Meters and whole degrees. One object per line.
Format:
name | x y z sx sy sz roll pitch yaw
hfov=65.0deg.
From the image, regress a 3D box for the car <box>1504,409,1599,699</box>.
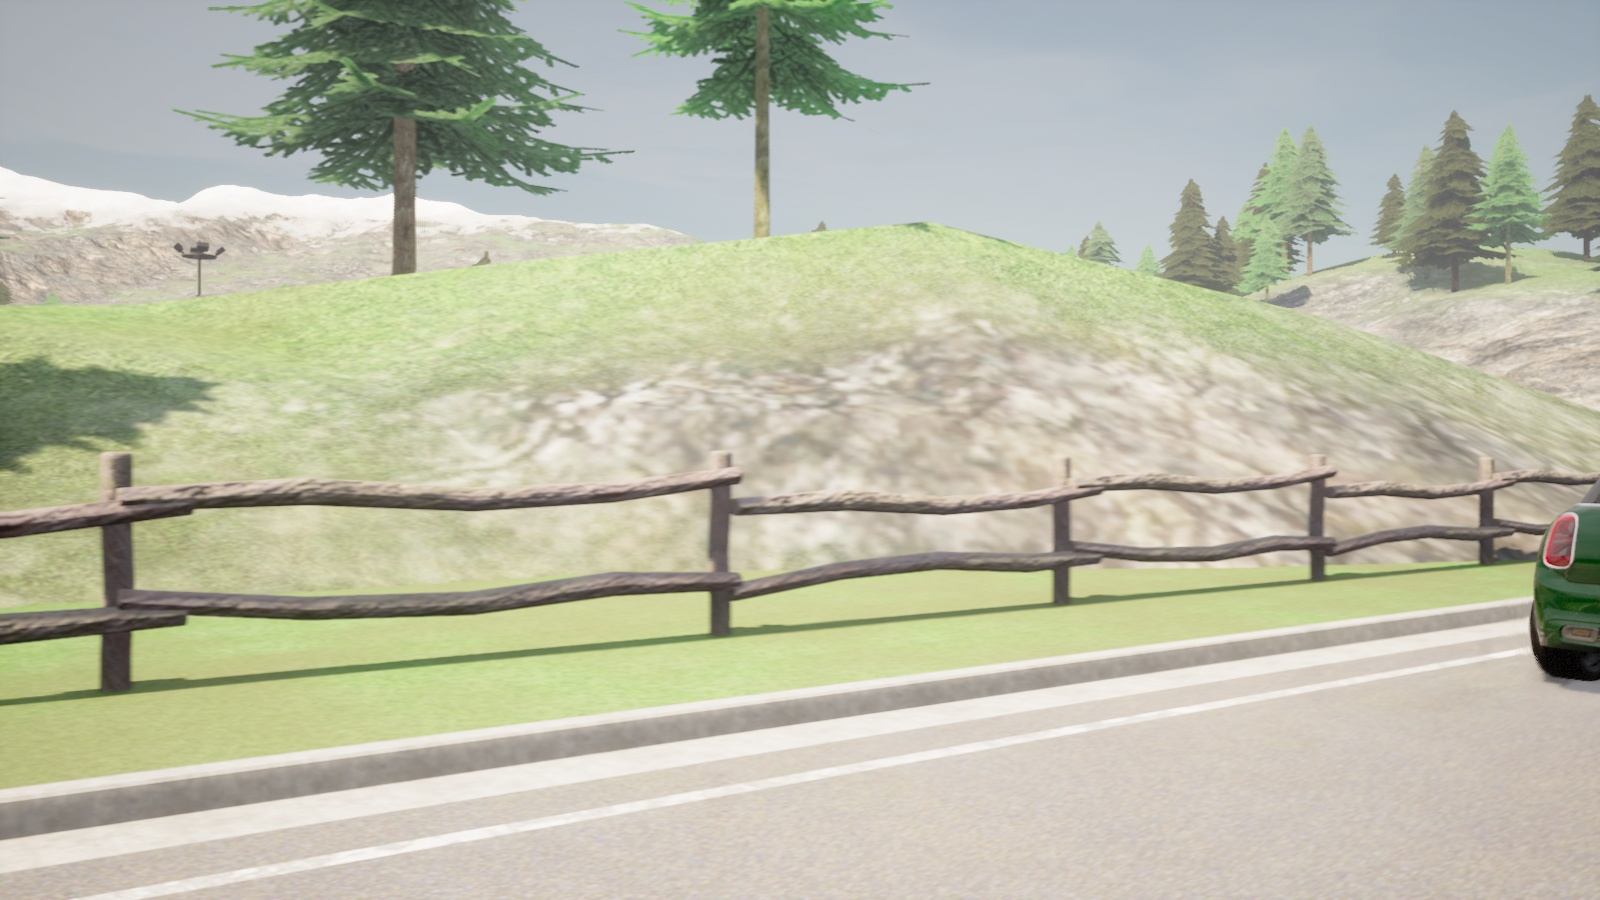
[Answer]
car | 7.012 0.635 8.540 4.553 1.767 2.097 0 0 -35
